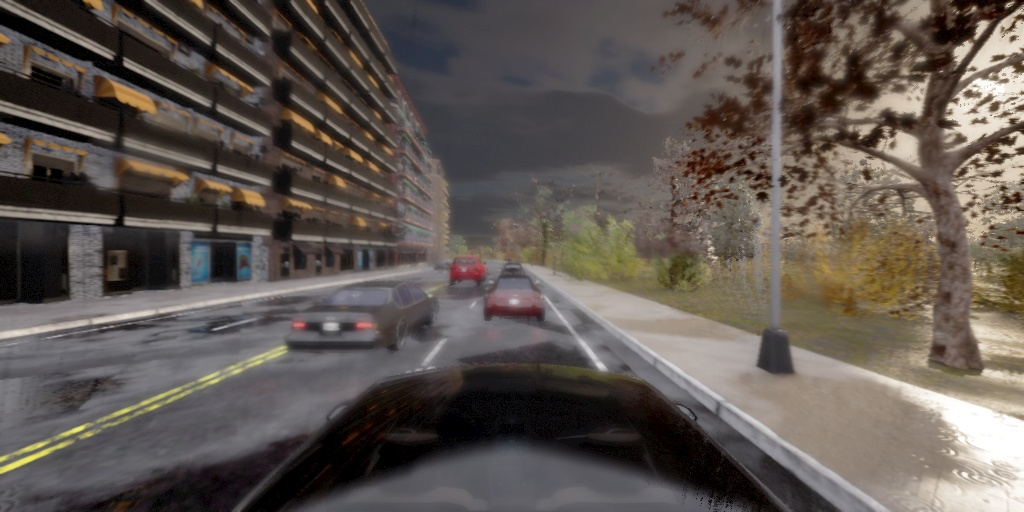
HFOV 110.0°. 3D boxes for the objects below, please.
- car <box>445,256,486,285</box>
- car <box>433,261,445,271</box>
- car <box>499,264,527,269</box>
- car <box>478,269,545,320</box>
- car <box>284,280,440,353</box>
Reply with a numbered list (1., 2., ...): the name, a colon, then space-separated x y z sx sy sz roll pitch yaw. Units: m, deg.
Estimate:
1. car: -3.169 1.021 26.446 2.150 2.045 5.566 0 0 0
2. car: -9.947 1.417 51.385 1.994 1.385 4.181 0 0 -1
3. car: 0.090 1.308 27.717 1.837 1.490 4.892 0 0 0
4. car: 0.079 1.334 12.678 1.994 1.385 4.181 0 0 0
5. car: -3.202 1.310 8.904 2.033 1.411 5.357 0 0 1
